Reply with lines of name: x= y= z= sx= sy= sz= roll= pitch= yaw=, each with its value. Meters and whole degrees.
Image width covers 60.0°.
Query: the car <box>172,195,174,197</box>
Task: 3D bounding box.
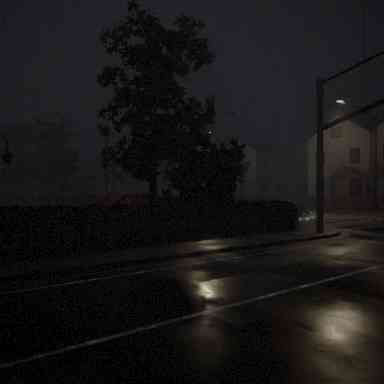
car: x=-1.592 y=1.352 z=46.152 sx=2.097 sy=1.767 sz=4.553 roll=0 pitch=0 yaw=-35

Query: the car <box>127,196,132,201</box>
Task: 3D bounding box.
car: x=-10.517 y=1.139 z=58.974 sx=1.812 sy=1.442 sz=4.674 roll=0 pitch=0 yaw=-35

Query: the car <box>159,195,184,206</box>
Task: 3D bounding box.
car: x=-3.512 y=1.352 z=55.284 sx=2.097 sy=1.767 sz=4.553 roll=0 pitch=0 yaw=-35

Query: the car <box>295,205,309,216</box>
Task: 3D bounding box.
car: x=8.470 y=1.547 z=31.857 sx=2.033 sy=1.411 sz=5.357 roll=0 pitch=0 yaw=-35

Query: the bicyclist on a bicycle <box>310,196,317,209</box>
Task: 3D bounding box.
bicyclist on a bicycle: x=15.200 y=1.303 z=41.376 sx=1.656 sy=1.620 sz=0.582 roll=0 pitch=0 yaw=-35
